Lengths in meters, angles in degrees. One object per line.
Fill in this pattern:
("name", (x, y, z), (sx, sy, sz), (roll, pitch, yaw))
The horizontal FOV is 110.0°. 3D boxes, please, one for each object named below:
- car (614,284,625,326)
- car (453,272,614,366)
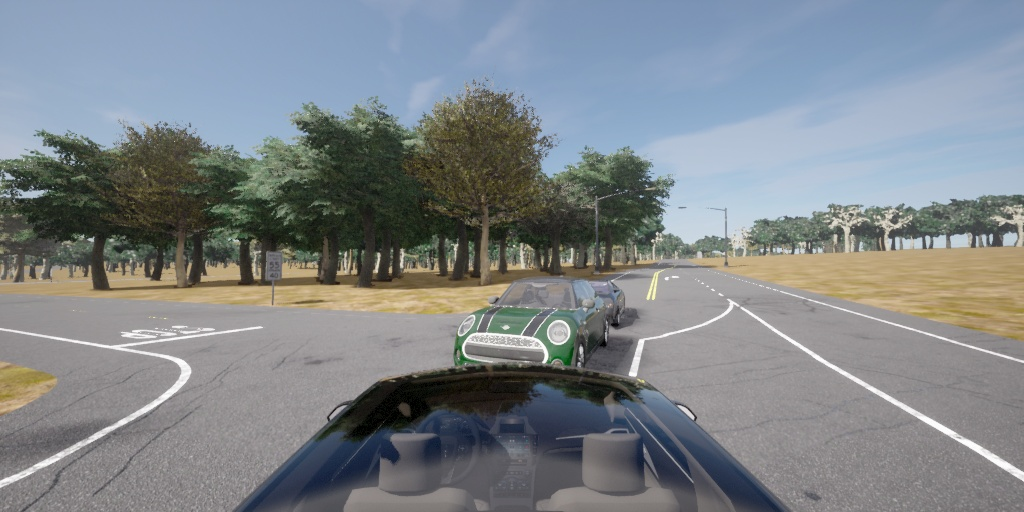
("car", (2.913, 1.553, 12.861), (1.994, 1.385, 4.181), (-2, 0, 22))
("car", (0.686, 1.222, 7.430), (2.097, 1.767, 4.553), (-1, -2, 22))
